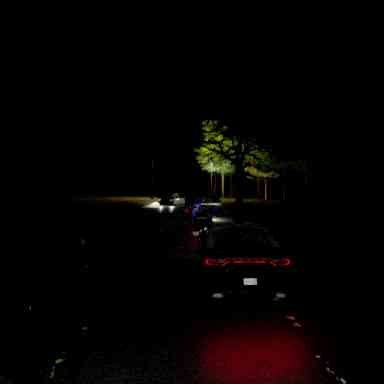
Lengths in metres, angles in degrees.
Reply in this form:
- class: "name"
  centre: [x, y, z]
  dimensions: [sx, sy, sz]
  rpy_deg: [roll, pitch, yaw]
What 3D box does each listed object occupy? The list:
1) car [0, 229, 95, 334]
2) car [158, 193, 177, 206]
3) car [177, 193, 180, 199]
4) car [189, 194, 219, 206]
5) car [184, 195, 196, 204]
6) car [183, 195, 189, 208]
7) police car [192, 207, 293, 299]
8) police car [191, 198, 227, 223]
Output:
- class: "car"
  centre: [-3.595, 1.540, 7.011]
  dimensions: [2.033, 1.411, 5.357]
  rpy_deg: [0, 0, 0]
- class: "car"
  centre: [-3.796, 1.162, 49.566]
  dimensions: [2.097, 1.767, 4.553]
  rpy_deg: [0, 0, -1]
- class: "car"
  centre: [-4.233, 1.071, 85.938]
  dimensions: [1.994, 1.385, 4.181]
  rpy_deg: [0, 1, -1]
- class: "car"
  centre: [1.028, 1.167, 24.542]
  dimensions: [2.150, 2.045, 5.566]
  rpy_deg: [0, 0, 0]
- class: "car"
  centre: [-0.307, 1.300, 59.623]
  dimensions: [2.033, 1.411, 5.357]
  rpy_deg: [0, 0, -1]
- class: "car"
  centre: [-0.128, 1.326, 45.214]
  dimensions: [2.128, 1.511, 4.902]
  rpy_deg: [0, 0, 0]
- class: "police car"
  centre: [1.057, 1.416, 8.614]
  dimensions: [1.930, 1.638, 5.238]
  rpy_deg: [0, 0, 0]
- class: "police car"
  centre: [1.047, 1.391, 18.620]
  dimensions: [1.930, 1.638, 5.238]
  rpy_deg: [0, 0, 0]
